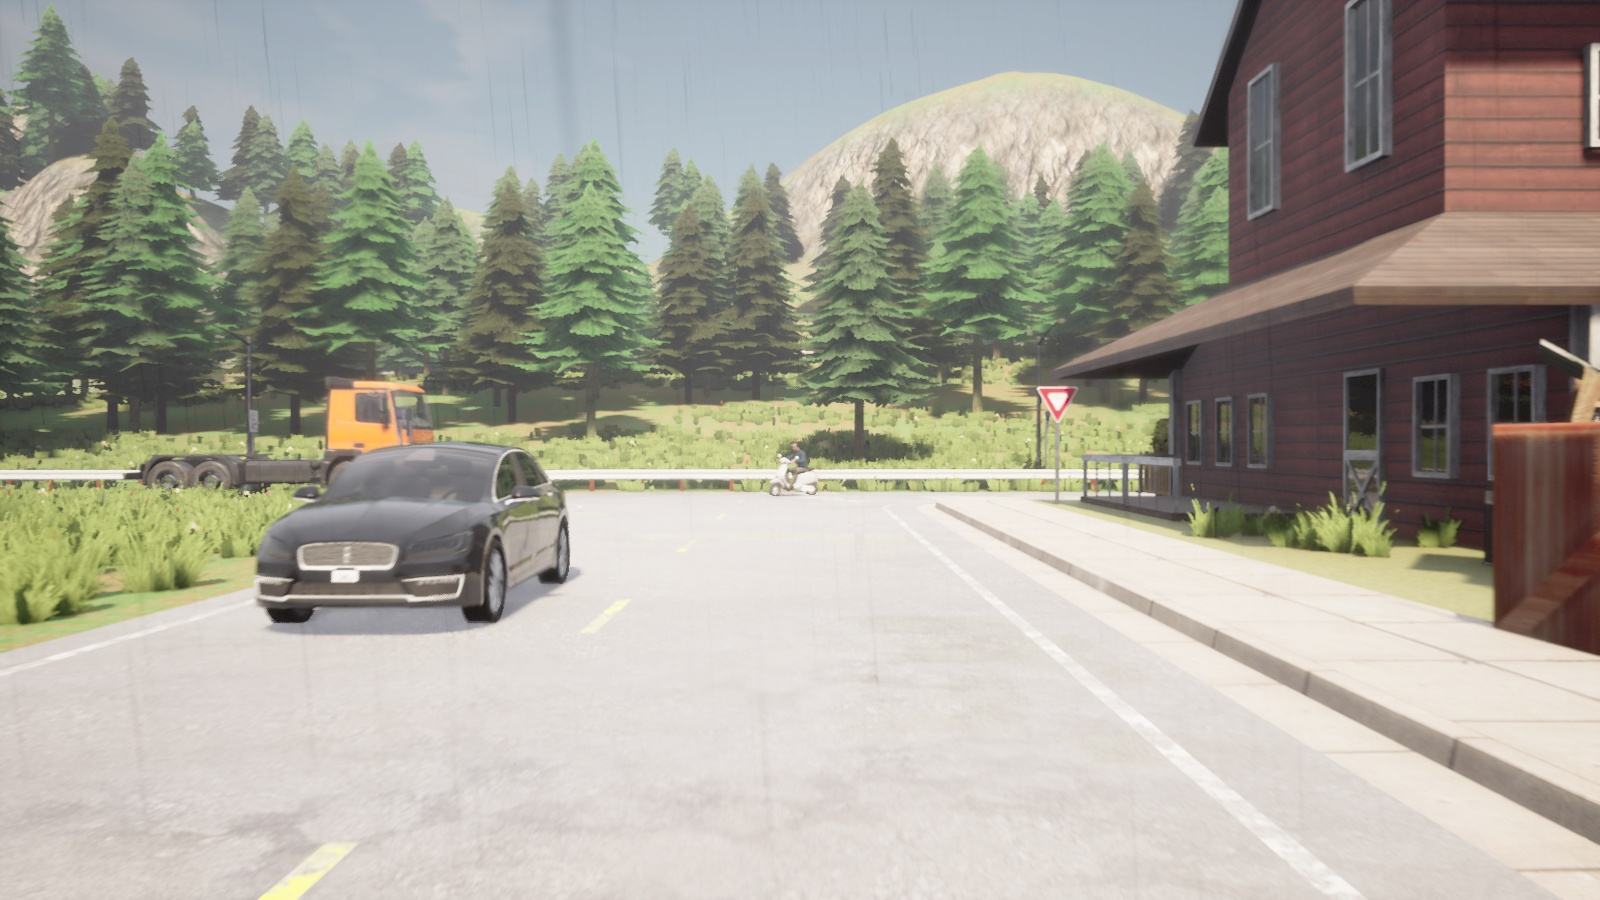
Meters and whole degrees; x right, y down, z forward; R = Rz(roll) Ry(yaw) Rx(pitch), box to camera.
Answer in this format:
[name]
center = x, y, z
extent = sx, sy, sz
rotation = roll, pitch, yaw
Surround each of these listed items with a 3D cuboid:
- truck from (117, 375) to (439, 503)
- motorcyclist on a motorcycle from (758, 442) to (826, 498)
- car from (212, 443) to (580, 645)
[truck]
center = -14.618, -0.308, 35.604
extent = 7.936, 3.462, 2.891
rotation = 0, 0, 0
[motorcyclist on a motorcycle]
center = -0.238, 0.576, 36.939
extent = 1.817, 1.590, 0.866
rotation = 0, 2, -36
[car]
center = -3.418, 0.682, 11.737
extent = 1.837, 1.490, 4.892
rotation = 0, 0, 0
